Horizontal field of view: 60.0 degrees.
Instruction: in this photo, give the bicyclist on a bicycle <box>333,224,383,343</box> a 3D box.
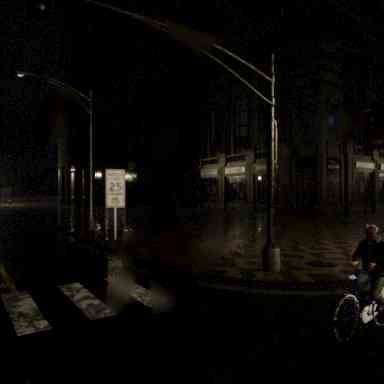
[{"bbox_3d":[2.783,1.409,5.340,1.843,1.776,0.659,1,-1,-35],"label":"bicyclist on a bicycle"}]
